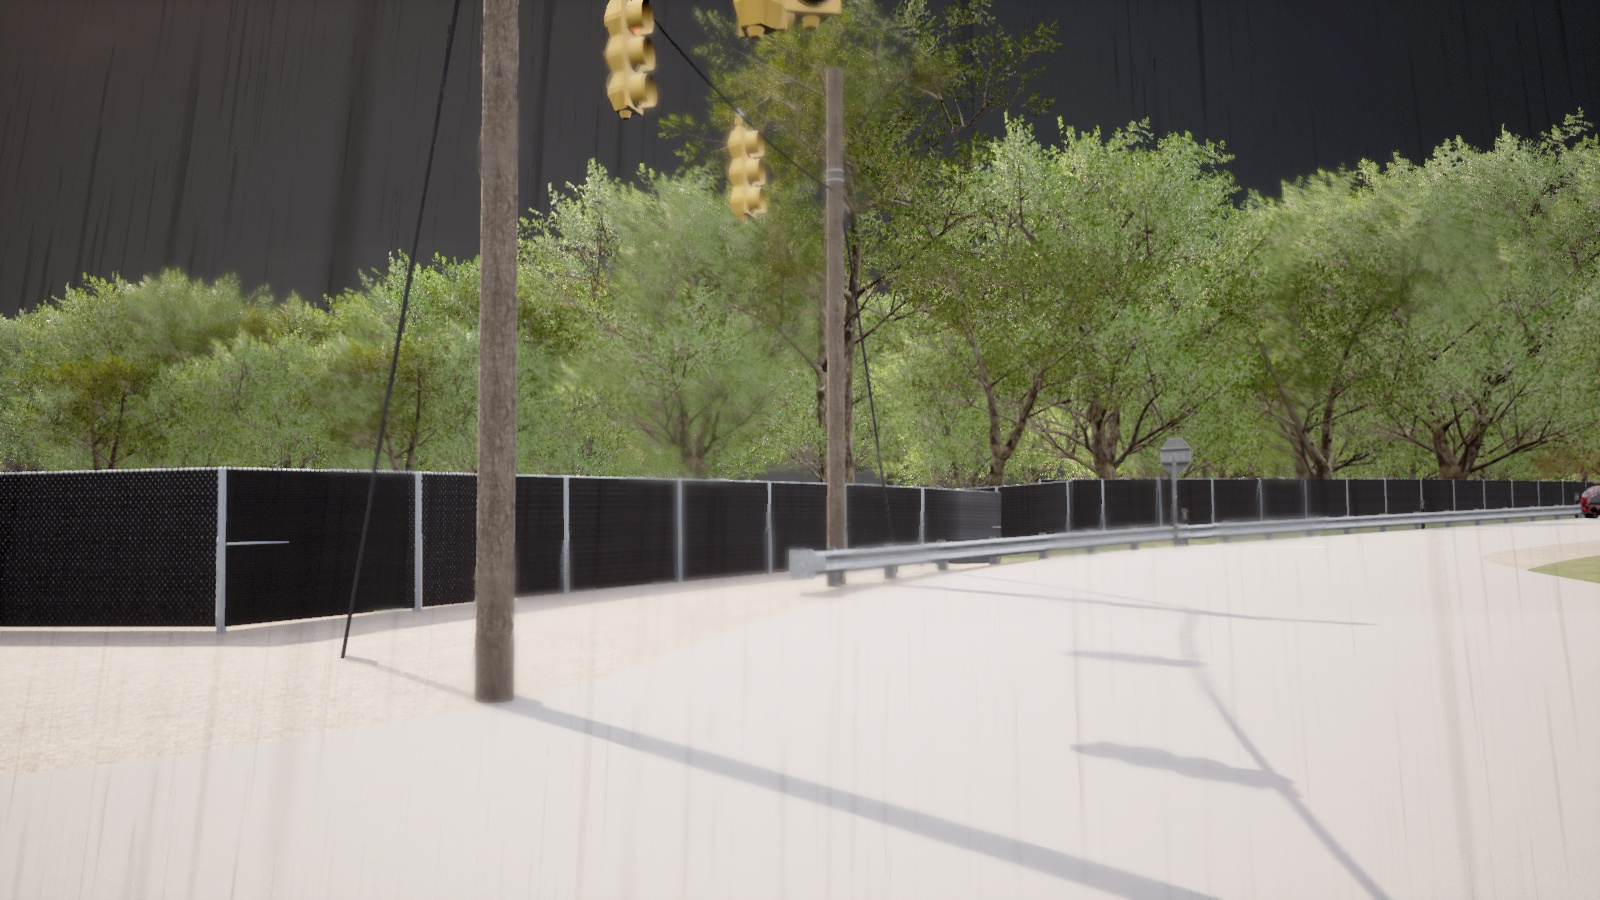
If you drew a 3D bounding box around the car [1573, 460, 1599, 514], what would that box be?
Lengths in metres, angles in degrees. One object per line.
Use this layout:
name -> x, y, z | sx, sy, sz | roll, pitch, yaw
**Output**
car -> 28.587, 1.206, 42.967 | 4.553, 1.767, 2.097 | 0, -3, -38
